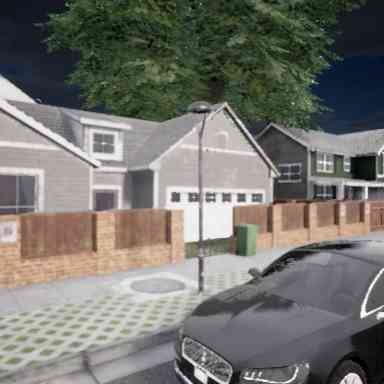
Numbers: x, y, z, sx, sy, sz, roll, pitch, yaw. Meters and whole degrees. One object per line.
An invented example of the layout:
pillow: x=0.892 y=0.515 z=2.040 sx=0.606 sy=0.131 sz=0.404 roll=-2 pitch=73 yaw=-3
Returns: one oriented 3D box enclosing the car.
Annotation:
car: x=2.065 y=1.491 z=4.531 sx=4.892 sy=1.490 sz=1.837 roll=0 pitch=0 yaw=-35
